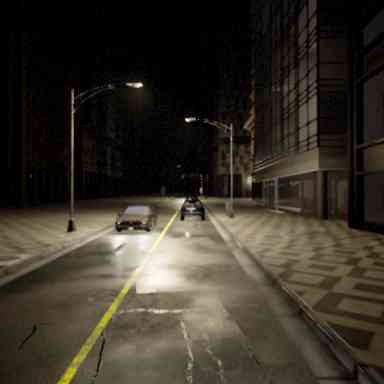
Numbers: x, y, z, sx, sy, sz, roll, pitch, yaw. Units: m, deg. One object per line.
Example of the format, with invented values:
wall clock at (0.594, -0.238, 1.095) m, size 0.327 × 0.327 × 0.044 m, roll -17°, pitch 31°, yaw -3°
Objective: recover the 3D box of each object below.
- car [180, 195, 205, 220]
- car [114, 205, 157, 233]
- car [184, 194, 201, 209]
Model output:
car at (0.052, 1.342, 27.561) m, size 2.033 × 1.649 × 4.856 m, roll 0°, pitch 0°, yaw 0°
car at (-3.133, 1.485, 19.674) m, size 2.033 × 1.411 × 5.357 m, roll 0°, pitch 0°, yaw 0°
car at (0.025, 1.205, 44.217) m, size 2.097 × 1.767 × 4.553 m, roll 0°, pitch 0°, yaw 0°
